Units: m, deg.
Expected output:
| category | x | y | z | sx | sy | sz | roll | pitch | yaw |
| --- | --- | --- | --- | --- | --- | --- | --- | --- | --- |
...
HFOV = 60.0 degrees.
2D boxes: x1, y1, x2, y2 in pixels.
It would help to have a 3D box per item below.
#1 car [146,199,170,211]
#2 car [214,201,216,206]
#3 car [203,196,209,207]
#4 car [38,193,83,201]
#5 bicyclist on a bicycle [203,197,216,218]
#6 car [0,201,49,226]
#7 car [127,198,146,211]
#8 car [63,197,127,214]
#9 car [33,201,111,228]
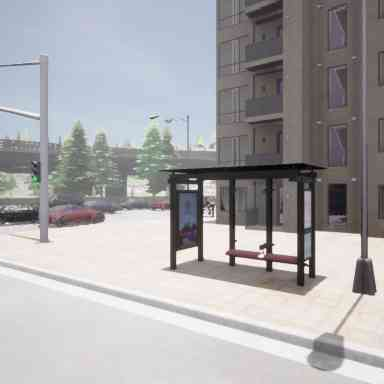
| category | x | y | z | sx | sy | sz | roll | pitch | yaw |
| --- | --- | --- | --- | --- | --- | --- | --- | --- | --- |
| car | -2.868 | 1.545 | 40.327 | 1.895 | 1.301 | 4.718 | 0 | 0 | 43 |
| car | 5.359 | 1.449 | 46.785 | 4.892 | 1.490 | 1.837 | 0 | 0 | -29 |
| car | 0.107 | 1.296 | 47.419 | 4.553 | 1.767 | 2.097 | 0 | 0 | -34 |
| car | -13.250 | 1.166 | 32.941 | 2.150 | 2.045 | 5.566 | 0 | 0 | 37 |
| bicyclist on a bicycle | 1.295 | 1.245 | 26.646 | 1.656 | 1.620 | 0.582 | 0 | 0 | 36 |
| car | -12.056 | 1.545 | 22.465 | 1.895 | 1.301 | 4.718 | 0 | 0 | 36 |
| car | -6.931 | 1.492 | 41.010 | 2.033 | 1.411 | 5.357 | 0 | 0 | 39 |
| car | -9.318 | 1.492 | 32.392 | 2.033 | 1.411 | 5.357 | 0 | 0 | 37 |
| car | -7.911 | 1.508 | 22.196 | 1.994 | 1.385 | 4.181 | 0 | 0 | 36 |
